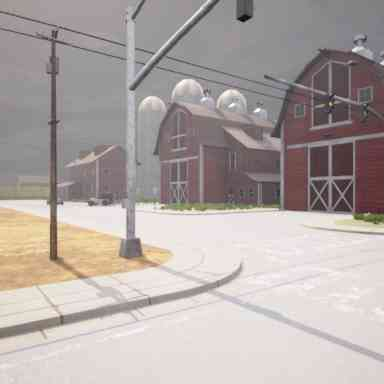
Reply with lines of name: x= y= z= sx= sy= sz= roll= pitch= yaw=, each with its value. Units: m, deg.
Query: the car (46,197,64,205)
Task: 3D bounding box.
car: x=-23.312 y=1.535 z=56.553 sx=1.994 sy=1.385 sz=4.181 roll=0 pitch=0 yaw=-36

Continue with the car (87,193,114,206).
car: x=-13.842 y=1.114 z=50.567 sx=3.866 sy=1.878 sz=1.905 roll=-2 pitch=5 yaw=11
